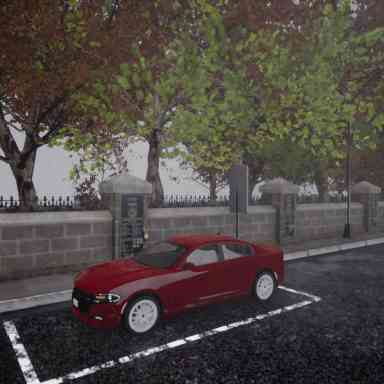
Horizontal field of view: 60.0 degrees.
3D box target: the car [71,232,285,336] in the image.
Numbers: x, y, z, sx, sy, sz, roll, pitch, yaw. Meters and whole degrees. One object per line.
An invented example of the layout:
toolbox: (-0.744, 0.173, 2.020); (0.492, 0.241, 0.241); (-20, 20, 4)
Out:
car: (-0.052, 1.545, 6.681); (4.507, 1.381, 1.887); (0, 0, -36)
